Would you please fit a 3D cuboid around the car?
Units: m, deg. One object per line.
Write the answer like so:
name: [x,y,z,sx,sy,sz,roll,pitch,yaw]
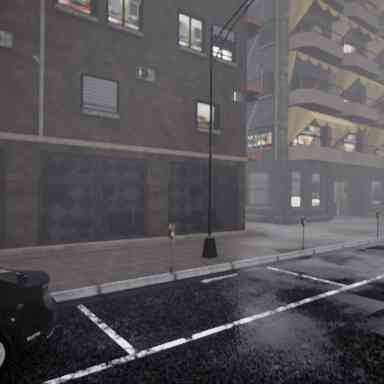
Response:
car: [-3.889,1.552,3.730,4.403,1.369,2.008,0,1,-36]
